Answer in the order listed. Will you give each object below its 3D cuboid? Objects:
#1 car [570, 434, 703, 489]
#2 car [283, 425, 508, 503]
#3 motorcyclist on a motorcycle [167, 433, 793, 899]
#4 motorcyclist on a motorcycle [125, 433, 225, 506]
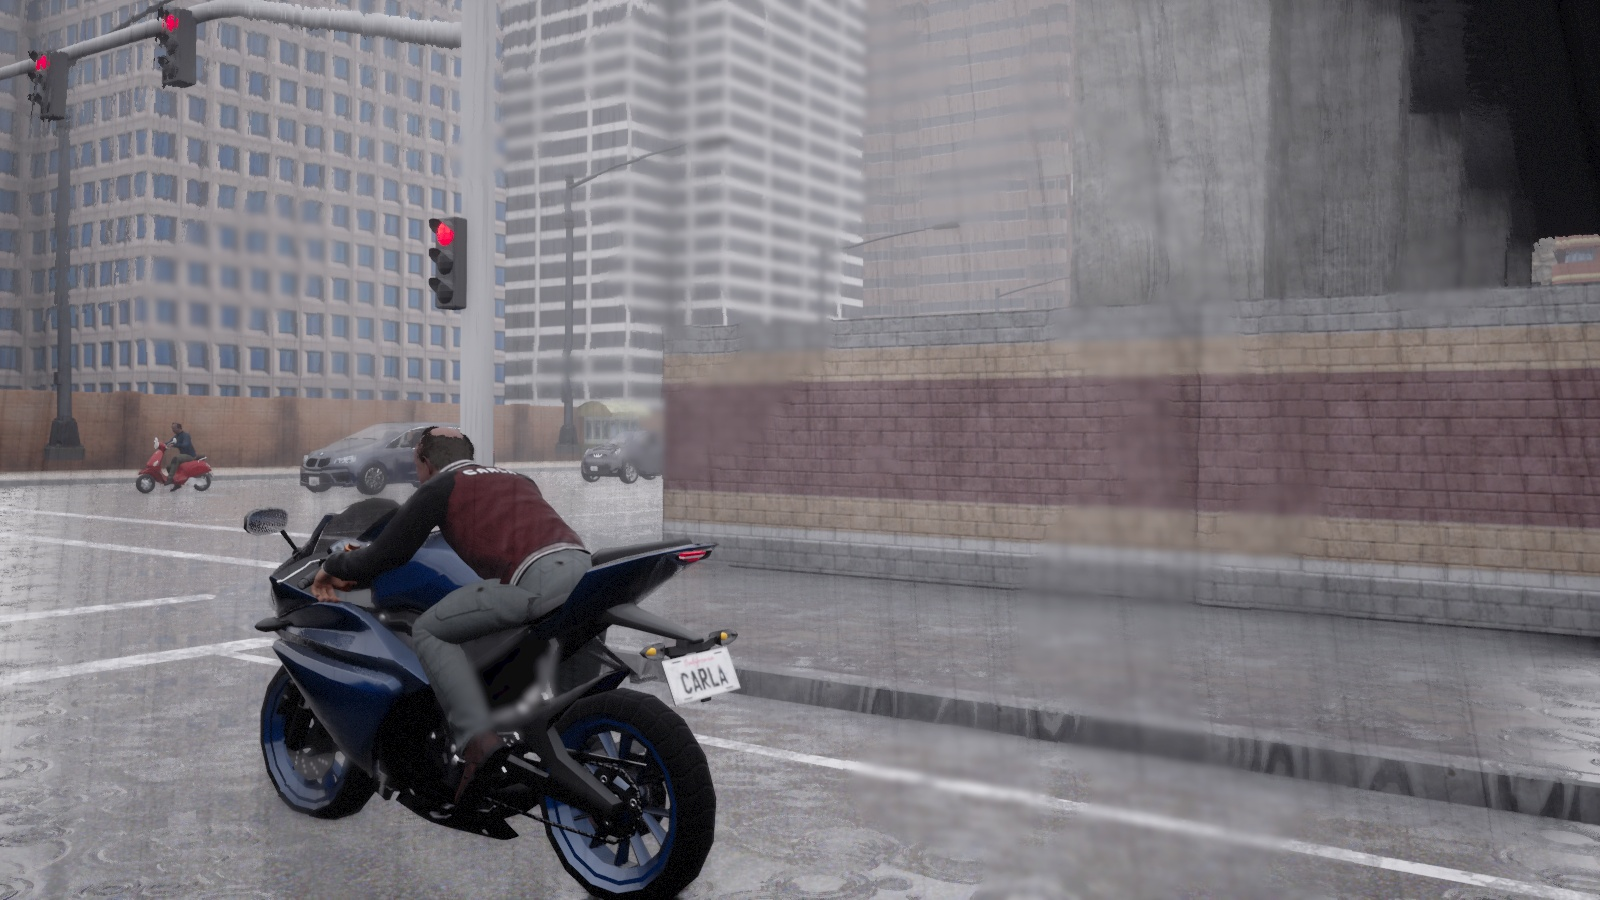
[{"bbox_3d":[-4.681,0.292,36.289,1.845,1.501,3.633,0,1,34],"label":"car"},{"bbox_3d":[-9.350,0.259,29.396,2.242,1.667,4.611,0,1,34],"label":"car"},{"bbox_3d":[-1.183,0.717,4.409,2.191,1.530,0.866,0,1,34],"label":"motorcyclist on a motorcycle"},{"bbox_3d":[-14.162,0.424,28.516,0.866,1.590,1.817,0,1,34],"label":"motorcyclist on a motorcycle"}]
